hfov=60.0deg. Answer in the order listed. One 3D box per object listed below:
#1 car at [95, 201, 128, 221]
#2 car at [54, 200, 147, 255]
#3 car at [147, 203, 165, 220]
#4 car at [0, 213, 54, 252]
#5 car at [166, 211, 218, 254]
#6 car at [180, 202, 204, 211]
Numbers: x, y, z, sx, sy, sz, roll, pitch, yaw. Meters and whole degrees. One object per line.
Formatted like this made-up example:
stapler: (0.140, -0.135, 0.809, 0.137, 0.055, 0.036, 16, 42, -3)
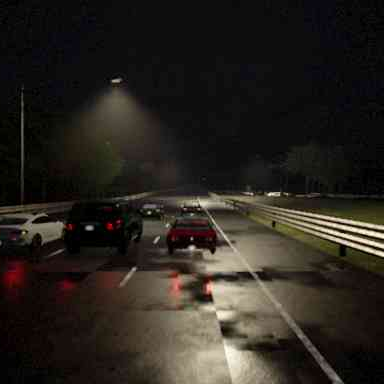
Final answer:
car: (-6.994, 1.636, 29.369, 1.812, 1.442, 4.674, 0, 0, 0)
car: (-3.497, 1.324, 14.027, 2.150, 2.045, 5.566, 0, 0, 0)
car: (-3.495, 1.675, 29.280, 1.994, 1.385, 4.181, 0, 0, 0)
car: (-6.993, 1.635, 14.368, 1.812, 1.442, 4.674, 0, 0, 0)
car: (0.003, 1.708, 14.099, 1.895, 1.301, 4.718, 0, 0, 0)
car: (0.005, 1.603, 29.281, 2.128, 1.511, 4.902, 0, 0, 0)
